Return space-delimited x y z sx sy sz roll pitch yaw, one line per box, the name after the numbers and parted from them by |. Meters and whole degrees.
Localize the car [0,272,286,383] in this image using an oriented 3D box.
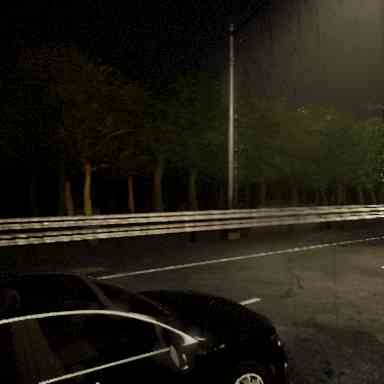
-1.247 1.500 2.835 4.892 1.490 1.837 0 0 -36 | car
